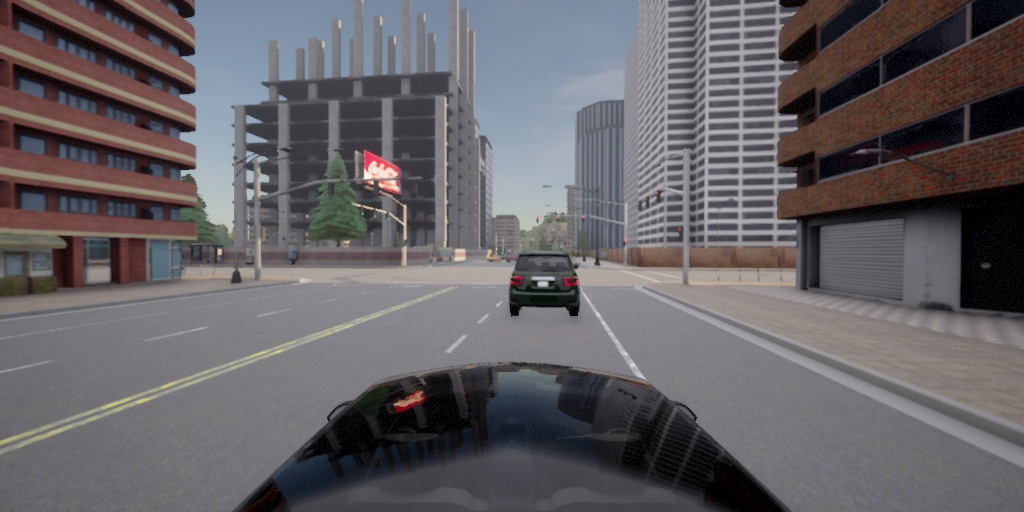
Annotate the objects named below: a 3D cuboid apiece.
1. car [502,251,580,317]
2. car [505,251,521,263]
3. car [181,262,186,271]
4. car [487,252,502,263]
[{"bbox_3d":[1.197,0.840,12.736,2.150,2.045,5.566,0,1,7],"label":"car"},{"bbox_3d":[0.244,0.204,64.261,2.150,2.045,5.566,0,1,7],"label":"car"},{"bbox_3d":[-34.595,0.753,34.958,5.008,1.535,1.882,0,1,7],"label":"car"},{"bbox_3d":[-3.232,0.449,64.675,1.882,1.535,5.008,0,1,7],"label":"car"}]
